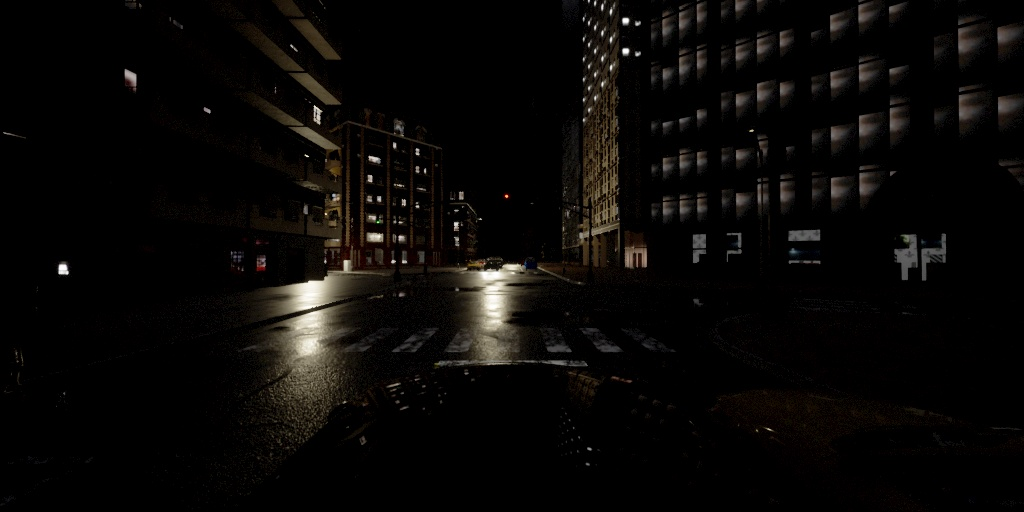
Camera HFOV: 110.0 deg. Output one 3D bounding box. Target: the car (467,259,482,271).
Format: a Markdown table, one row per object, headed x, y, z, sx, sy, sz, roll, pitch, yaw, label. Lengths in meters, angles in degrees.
| x | y | z | sx | sy | sz | roll | pitch | yaw | label |
| --- | --- | --- | --- | --- | --- | --- | --- | --- | --- |
| -5.255 | 1.321 | 49.917 | 1.751 | 1.417 | 4.829 | 0 | 0 | 0 | car |

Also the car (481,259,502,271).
| x | y | z | sx | sy | sz | roll | pitch | yaw | label |
| --- | --- | --- | --- | --- | --- | --- | --- | --- | --- |
| -2.789 | 1.395 | 49.240 | 1.895 | 1.301 | 4.718 | 0 | 0 | 0 | car |

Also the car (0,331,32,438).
| x | y | z | sx | sy | sz | roll | pitch | yaw | label |
| --- | --- | --- | --- | --- | --- | --- | --- | --- | --- |
| -5.318 | 1.064 | 1.088 | 2.192 | 1.841 | 5.009 | 0 | 0 | 0 | car |

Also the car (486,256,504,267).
| x | y | z | sx | sy | sz | roll | pitch | yaw | label |
| --- | --- | --- | --- | --- | --- | --- | --- | --- | --- |
| -2.765 | 1.037 | 59.164 | 2.150 | 2.045 | 5.566 | 0 | 0 | 0 | car |

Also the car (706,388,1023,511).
| x | y | z | sx | sy | sz | roll | pitch | yaw | label |
| --- | --- | --- | --- | --- | --- | --- | --- | --- | --- |
| 2.563 | 1.275 | 1.254 | 1.751 | 1.417 | 4.829 | 0 | 0 | 0 | car |

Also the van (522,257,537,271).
| x | y | z | sx | sy | sz | roll | pitch | yaw | label |
| --- | --- | --- | --- | --- | --- | --- | --- | --- | --- |
| 2.625 | 1.137 | 50.077 | 1.690 | 1.789 | 3.998 | 0 | 0 | 0 | van |
